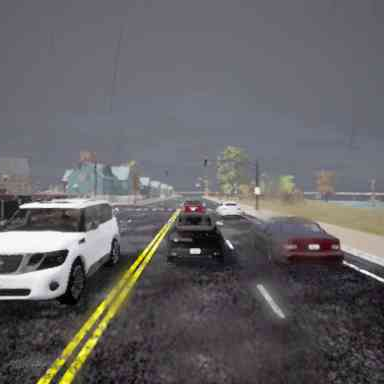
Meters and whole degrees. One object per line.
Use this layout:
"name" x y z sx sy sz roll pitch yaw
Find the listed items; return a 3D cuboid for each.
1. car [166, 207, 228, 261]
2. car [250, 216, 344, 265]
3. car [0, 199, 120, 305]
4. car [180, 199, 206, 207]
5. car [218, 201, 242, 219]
"car" 0.094 1.514 12.263 1.837 1.490 4.892 0 0 0
"car" 3.345 1.557 11.629 2.033 1.411 5.357 0 0 0
"car" -3.355 1.228 8.445 2.150 2.045 5.566 0 0 0
"car" 0.085 1.380 28.237 2.097 1.767 4.553 0 0 0
"car" 3.335 1.556 29.796 1.812 1.442 4.674 0 0 0
